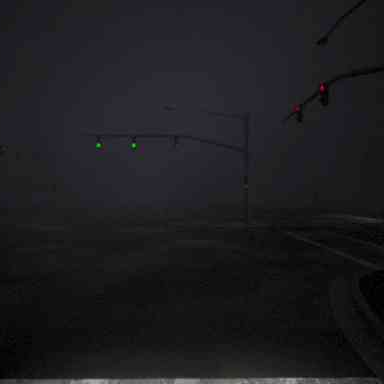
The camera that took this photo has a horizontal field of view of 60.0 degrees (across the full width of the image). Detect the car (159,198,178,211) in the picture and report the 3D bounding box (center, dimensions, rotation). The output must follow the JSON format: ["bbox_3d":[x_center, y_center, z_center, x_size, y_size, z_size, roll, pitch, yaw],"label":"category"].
[{"bbox_3d":[-3.403,1.954,48.569,1.812,1.442,4.674,0,-1,0],"label":"car"}]

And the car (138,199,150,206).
[{"bbox_3d":[-10.504,2.235,72.568,1.895,1.301,4.718,0,-1,0],"label":"car"}]

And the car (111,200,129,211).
[{"bbox_3d":[-10.403,1.948,47.896,1.812,1.442,4.674,0,-1,0],"label":"car"}]

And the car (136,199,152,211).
[{"bbox_3d":[-6.904,1.988,48.121,1.994,1.385,4.181,0,-1,0],"label":"car"}]

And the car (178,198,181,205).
[{"bbox_3d":[-3.504,2.154,74.083,1.837,1.490,4.892,0,-1,0],"label":"car"}]

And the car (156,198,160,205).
[{"bbox_3d":[-7.004,2.154,74.113,1.837,1.490,4.892,0,-1,0],"label":"car"}]

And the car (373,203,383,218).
[{"bbox_3d":[19.970,1.802,31.064,4.674,1.442,1.812,0,-1,1],"label":"car"}]

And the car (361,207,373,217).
[{"bbox_3d":[20.060,1.832,34.558,4.674,1.442,1.812,0,-1,1],"label":"car"}]
